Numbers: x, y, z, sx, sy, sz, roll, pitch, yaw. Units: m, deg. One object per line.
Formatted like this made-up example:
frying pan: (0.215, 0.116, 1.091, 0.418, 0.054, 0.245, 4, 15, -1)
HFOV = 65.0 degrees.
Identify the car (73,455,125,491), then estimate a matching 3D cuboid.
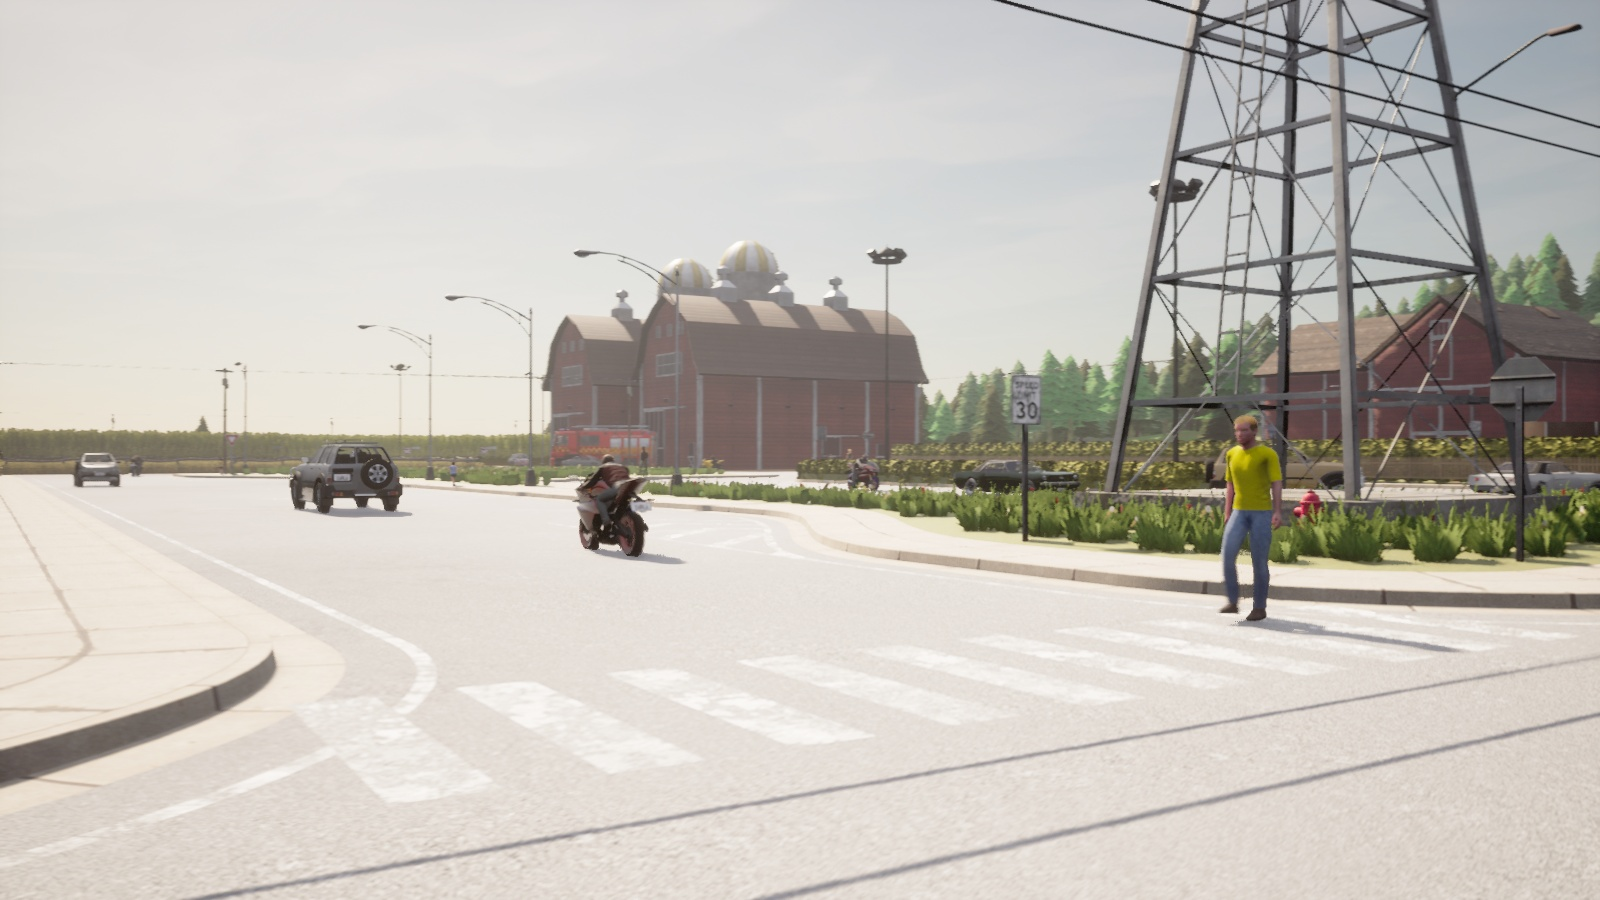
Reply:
car: (-31.744, 1.023, 56.828, 1.789, 1.549, 3.705, 0, 0, -33)

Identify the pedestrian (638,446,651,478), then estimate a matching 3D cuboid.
pedestrian: (-9.039, 0.684, 73.084, 0.431, 1.840, 0.703, 0, 0, 28)

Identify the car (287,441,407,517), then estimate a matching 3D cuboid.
car: (-11.950, 0.715, 32.938, 1.932, 1.855, 4.605, 0, 0, -33)

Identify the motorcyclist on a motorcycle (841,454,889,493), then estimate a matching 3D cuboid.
motorcyclist on a motorcycle: (2.650, 0.951, 51.569, 0.866, 1.530, 2.191, 0, 0, -33)

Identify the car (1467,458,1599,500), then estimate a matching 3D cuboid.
car: (24.284, 0.911, 41.075, 4.718, 1.301, 1.895, 0, 0, -26)

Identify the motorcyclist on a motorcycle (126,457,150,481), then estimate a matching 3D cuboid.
motorcyclist on a motorcycle: (-43.364, 1.205, 82.274, 0.866, 1.530, 2.191, 1, -1, -15)

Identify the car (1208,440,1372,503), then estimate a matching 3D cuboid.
car: (14.975, 0.649, 38.631, 4.605, 1.855, 1.932, 0, 0, 18)

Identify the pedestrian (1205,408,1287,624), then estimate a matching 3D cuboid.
pedestrian: (3.930, 0.561, 11.048, 0.706, 1.836, 0.354, 0, 0, -39)

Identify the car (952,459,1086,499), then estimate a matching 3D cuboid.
car: (7.590, 0.974, 43.936, 1.895, 1.301, 4.718, 0, 0, -33)

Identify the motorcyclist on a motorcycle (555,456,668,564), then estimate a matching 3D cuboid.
motorcyclist on a motorcycle: (-2.882, 0.856, 19.011, 0.866, 1.530, 2.191, 0, 0, -33)
